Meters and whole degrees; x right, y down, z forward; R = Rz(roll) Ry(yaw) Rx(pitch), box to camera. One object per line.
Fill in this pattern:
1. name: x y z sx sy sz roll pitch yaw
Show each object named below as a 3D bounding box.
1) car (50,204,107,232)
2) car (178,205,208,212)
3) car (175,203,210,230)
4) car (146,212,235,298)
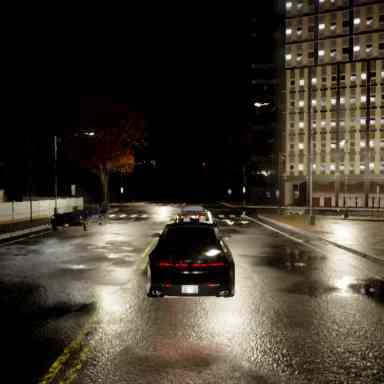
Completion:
1. car: -6.461 1.397 19.354 1.895 1.301 4.718 0 0 0
2. car: 0.105 1.486 13.299 2.128 1.511 4.902 0 0 0
3. car: 0.045 1.543 22.324 2.033 1.411 5.357 0 0 0
4. car: -0.020 1.502 8.476 1.837 1.490 4.892 0 0 0
